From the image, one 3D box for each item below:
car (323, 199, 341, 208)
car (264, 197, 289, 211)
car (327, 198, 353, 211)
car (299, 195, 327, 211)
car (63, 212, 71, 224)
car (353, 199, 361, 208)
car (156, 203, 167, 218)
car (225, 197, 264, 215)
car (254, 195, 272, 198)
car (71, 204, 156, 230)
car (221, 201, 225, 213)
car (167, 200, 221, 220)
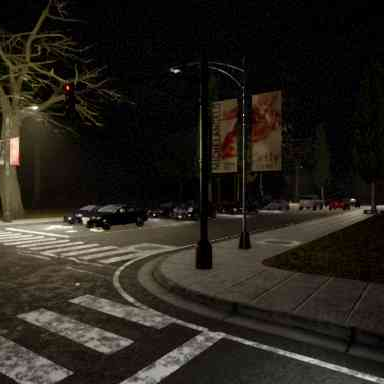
[{"bbox_3d":[24.079,1.924,57.018,1.812,1.442,4.674,0,-1,35],"label":"car"},{"bbox_3d":[11.900,1.770,45.638,1.812,1.442,4.674,0,0,36],"label":"car"},{"bbox_3d":[20.695,1.657,46.568,2.097,1.767,4.553,0,0,35],"label":"car"},{"bbox_3d":[16.725,1.502,46.567,2.150,2.045,5.566,0,0,35],"label":"car"},{"bbox_3d":[-7.167,1.635,24.286,1.994,1.385,4.181,0,0,36],"label":"car"},{"bbox_3d":[26.454,1.891,54.750,2.128,1.511,4.902,0,-1,35],"label":"car"},{"bbox_3d":[-1.836,1.665,31.831,2.033,1.411,5.357,0,0,35],"label":"car"},{"bbox_3d":[5.949,1.678,37.248,1.837,1.490,4.892,0,0,35],"label":"car"},{"bbox_3d":[9.978,1.470,48.544,2.150,2.045,5.566,0,0,38],"label":"car"},{"bbox_3d":[-4.957,1.565,21.765,2.128,1.511,4.902,0,0,35],"label":"car"},{"bbox_3d":[3.894,1.774,39.980,1.895,1.301,4.718,0,0,35],"label":"car"},{"bbox_3d":[0.294,1.471,29.221,2.097,1.767,4.553,0,0,35],"label":"car"}]
